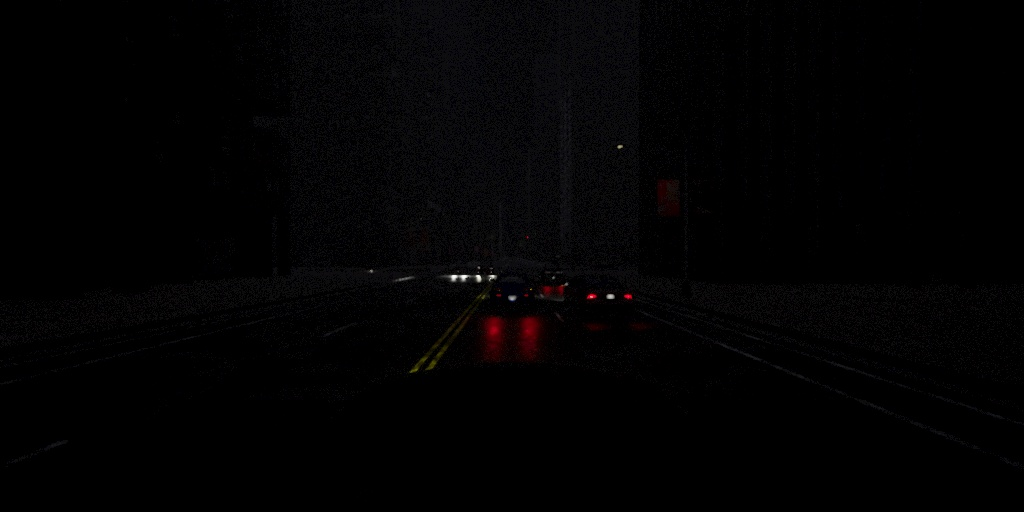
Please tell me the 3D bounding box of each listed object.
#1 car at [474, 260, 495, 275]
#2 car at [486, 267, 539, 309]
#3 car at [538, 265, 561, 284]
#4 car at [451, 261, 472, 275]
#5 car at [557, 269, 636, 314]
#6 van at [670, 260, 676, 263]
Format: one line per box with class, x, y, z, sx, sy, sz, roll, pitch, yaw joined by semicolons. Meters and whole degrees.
car;-3.267;1.486;45.458;2.097;1.767;4.553;0;0;0
car;0.026;1.408;15.754;1.812;1.442;4.674;0;0;0
car;3.274;1.504;30.340;2.128;1.511;4.902;0;0;0
car;-6.518;1.700;45.514;1.994;1.385;4.181;0;-1;0
car;3.264;1.417;14.340;2.033;1.411;5.357;0;-1;0
van;27.520;1.600;58.272;3.998;1.789;1.690;0;0;0
